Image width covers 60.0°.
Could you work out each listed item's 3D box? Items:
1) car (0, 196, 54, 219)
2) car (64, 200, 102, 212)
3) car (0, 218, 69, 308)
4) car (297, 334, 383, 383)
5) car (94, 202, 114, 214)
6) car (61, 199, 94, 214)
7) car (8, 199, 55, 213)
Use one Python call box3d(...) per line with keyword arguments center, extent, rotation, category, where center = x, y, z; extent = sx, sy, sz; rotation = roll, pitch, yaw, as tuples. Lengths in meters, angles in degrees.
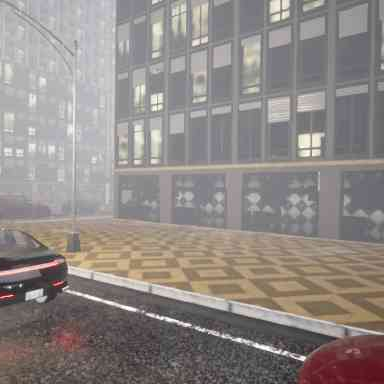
box3d(center=(-15.577, 1.518, 30.480), extent=(2.192, 1.841, 5.009), rotation=(1, 0, 36), category="car")
box3d(center=(-13.896, 1.767, 42.536), extent=(1.994, 1.385, 4.181), rotation=(1, 0, 36), category="car")
box3d(center=(-4.595, 1.488, 6.934), extent=(4.902, 1.511, 2.128), rotation=(0, 0, 35), category="car")
box3d(center=(2.892, 1.526, 1.634), extent=(4.674, 1.442, 1.812), rotation=(0, 0, 35), category="car")
box3d(center=(-8.796, 1.828, 39.704), extent=(1.752, 1.417, 4.829), rotation=(1, 0, 36), category="car")
box3d(center=(-12.717, 1.586, 38.728), extent=(2.097, 1.767, 4.553), rotation=(1, 0, 36), category="car")
box3d(center=(-19.091, 1.641, 39.849), extent=(1.752, 1.417, 4.829), rotation=(1, 0, 36), category="car")
